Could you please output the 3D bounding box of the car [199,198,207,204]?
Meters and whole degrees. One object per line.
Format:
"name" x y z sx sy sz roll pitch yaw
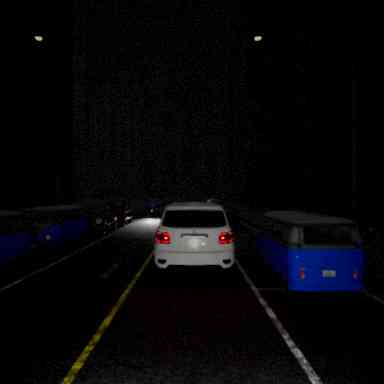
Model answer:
"car" 2.656 2.257 81.855 1.947 1.339 4.313 0 0 0

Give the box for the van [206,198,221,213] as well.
"van" 2.706 1.703 42.374 1.690 1.788 3.998 0 0 0

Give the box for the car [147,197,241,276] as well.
"car" 0.064 1.317 10.782 2.150 2.045 5.566 0 0 0

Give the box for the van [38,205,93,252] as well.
"van" -5.784 1.463 14.156 1.690 1.788 3.998 0 0 0

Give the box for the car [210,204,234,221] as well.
"car" 2.721 1.849 31.091 1.802 1.307 4.206 0 0 0

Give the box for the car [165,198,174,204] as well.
"car" -5.876 2.301 87.484 1.947 1.339 4.313 0 0 0

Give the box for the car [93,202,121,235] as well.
"car" -5.790 1.611 19.796 1.967 1.590 4.097 0 0 0

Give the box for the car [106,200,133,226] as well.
"car" -5.798 1.534 25.438 2.192 1.841 5.009 0 0 0

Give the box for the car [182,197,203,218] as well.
"car" 0.054 1.525 35.481 2.150 2.045 5.566 0 -1 0

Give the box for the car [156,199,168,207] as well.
"car" -5.847 2.119 64.920 1.947 1.339 4.313 0 0 0

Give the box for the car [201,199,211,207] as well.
"car" 2.678 2.097 64.934 1.887 1.381 4.507 0 0 0

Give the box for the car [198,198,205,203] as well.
"car" 2.642 2.306 93.307 1.752 1.417 4.829 0 0 0

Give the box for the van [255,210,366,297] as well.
"van" 2.749 1.415 8.531 1.690 1.788 3.998 0 0 0

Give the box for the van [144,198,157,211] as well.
"van" -5.827 1.751 48.001 1.690 1.788 3.998 0 0 0

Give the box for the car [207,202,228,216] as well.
"car" 2.714 1.880 36.732 1.947 1.339 4.313 0 0 0

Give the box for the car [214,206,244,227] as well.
"car" 2.728 1.801 25.451 1.802 1.307 4.206 0 0 0

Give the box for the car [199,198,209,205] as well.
"car" 2.664 2.196 76.215 2.008 1.369 4.403 0 0 0

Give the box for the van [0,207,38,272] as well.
"van" -5.776 1.415 8.516 1.690 1.788 3.998 0 0 0

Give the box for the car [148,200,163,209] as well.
"car" -5.833 2.002 53.640 1.887 1.381 4.507 0 0 0
